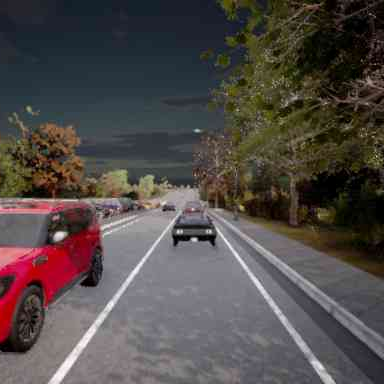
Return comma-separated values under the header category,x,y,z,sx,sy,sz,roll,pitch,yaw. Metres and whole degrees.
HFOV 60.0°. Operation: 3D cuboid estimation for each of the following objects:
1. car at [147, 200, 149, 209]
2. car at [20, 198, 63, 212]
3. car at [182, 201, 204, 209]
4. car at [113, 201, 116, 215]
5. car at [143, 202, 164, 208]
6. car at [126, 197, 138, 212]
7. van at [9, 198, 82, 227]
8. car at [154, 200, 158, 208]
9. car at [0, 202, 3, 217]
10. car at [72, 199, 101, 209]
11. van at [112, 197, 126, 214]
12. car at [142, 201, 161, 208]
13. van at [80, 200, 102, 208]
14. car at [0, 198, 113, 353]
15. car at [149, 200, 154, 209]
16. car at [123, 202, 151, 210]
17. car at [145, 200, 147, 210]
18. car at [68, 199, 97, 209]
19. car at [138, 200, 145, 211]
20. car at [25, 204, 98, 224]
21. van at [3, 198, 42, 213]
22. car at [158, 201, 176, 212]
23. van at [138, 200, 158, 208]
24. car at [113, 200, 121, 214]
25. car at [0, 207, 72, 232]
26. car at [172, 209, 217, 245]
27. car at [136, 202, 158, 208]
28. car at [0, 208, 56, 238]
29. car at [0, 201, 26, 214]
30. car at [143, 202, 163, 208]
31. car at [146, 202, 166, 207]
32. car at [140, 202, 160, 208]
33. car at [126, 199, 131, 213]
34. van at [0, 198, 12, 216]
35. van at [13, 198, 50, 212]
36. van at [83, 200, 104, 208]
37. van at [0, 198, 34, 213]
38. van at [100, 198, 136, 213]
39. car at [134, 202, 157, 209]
category,x,y,z,sx,sy,sz,roll,pitch,yaw
car,-10.287,2.280,57.205,4.553,1.767,2.185,0,-2,0
car,-23.371,1.985,51.671,5.566,2.045,2.435,0,-2,0
car,0.093,1.714,33.537,2.097,1.767,4.553,0,-1,0
car,-10.297,1.840,32.241,4.792,1.488,2.163,0,-1,0
car,-10.492,3.435,90.491,5.366,1.575,1.946,0,-2,0
car,-10.351,1.733,43.334,5.566,2.045,2.435,0,-2,0
van,-10.446,1.466,23.918,4.442,1.987,1.878,0,-1,0
car,-10.284,2.856,71.074,4.792,1.488,2.163,0,-2,0
car,-23.221,1.849,35.193,5.366,1.575,1.946,0,-1,0
car,-23.364,2.662,73.948,5.566,2.045,2.435,0,-2,0
van,-10.208,1.664,37.798,4.442,1.987,1.878,0,-1,0
car,-10.340,3.125,84.951,4.553,1.767,2.185,0,-2,0
van,-23.274,2.772,76.715,4.442,1.987,1.878,0,-2,0
car,-3.352,1.237,6.508,2.150,2.045,5.566,0,0,0
car,-10.132,2.487,59.976,5.366,1.575,1.946,0,-2,0
car,-10.310,2.575,62.751,4.892,1.521,2.231,0,-2,0
car,-10.288,2.196,54.430,4.553,1.767,2.185,0,-2,0
car,-23.365,2.578,71.179,5.566,2.045,2.435,0,-2,0
car,-10.314,2.237,51.651,5.008,1.535,2.097,0,-2,0
car,-10.334,1.731,26.691,5.008,1.535,2.097,0,-1,0
van,-23.518,1.846,46.257,4.442,1.987,1.878,0,-2,0
car,-3.345,2.234,48.736,2.033,1.411,5.357,0,-1,0
van,-10.427,2.854,79.407,4.442,1.987,1.878,0,-2,0
car,-10.328,1.890,35.018,4.674,1.452,2.002,0,-1,0
car,-10.333,1.692,21.138,4.674,1.452,2.002,0,-1,0
car,0.096,1.699,15.964,1.895,1.301,4.718,0,-1,0
car,-10.282,3.025,76.624,4.792,1.488,2.163,0,-2,0
car,-10.361,1.642,18.363,4.792,1.488,2.163,0,-1,0
car,-23.409,1.931,40.731,5.008,1.535,2.097,0,-1,0
car,-10.302,3.342,87.725,4.892,1.521,2.231,0,-2,0
car,-10.120,3.532,93.142,5.366,1.575,1.946,0,-2,0
car,-10.339,3.194,82.175,4.792,1.488,2.163,0,-2,0
car,-10.353,1.959,40.576,4.792,1.488,2.163,0,-1,0
van,-23.288,1.666,37.964,4.442,1.987,1.878,0,-1,0
van,-23.518,1.927,48.901,4.442,1.987,1.878,0,-2,0
van,-23.507,2.856,79.484,4.442,1.987,1.878,0,-2,0
van,-23.286,1.758,43.355,4.442,1.987,1.878,0,-1,0
van,-10.205,1.843,46.108,4.442,1.987,1.878,0,-2,0
car,-10.283,2.941,73.849,4.792,1.488,2.163,0,-2,0
